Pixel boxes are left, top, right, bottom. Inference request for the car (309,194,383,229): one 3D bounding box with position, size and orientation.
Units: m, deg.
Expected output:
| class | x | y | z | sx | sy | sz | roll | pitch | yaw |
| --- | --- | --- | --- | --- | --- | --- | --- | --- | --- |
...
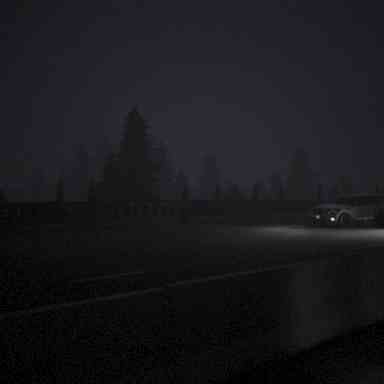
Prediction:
| class | x | y | z | sx | sy | sz | roll | pitch | yaw |
| --- | --- | --- | --- | --- | --- | --- | --- | --- | --- |
| car | 10.142 | 1.141 | 21.226 | 5.566 | 2.045 | 2.150 | 0 | 0 | -24 |
